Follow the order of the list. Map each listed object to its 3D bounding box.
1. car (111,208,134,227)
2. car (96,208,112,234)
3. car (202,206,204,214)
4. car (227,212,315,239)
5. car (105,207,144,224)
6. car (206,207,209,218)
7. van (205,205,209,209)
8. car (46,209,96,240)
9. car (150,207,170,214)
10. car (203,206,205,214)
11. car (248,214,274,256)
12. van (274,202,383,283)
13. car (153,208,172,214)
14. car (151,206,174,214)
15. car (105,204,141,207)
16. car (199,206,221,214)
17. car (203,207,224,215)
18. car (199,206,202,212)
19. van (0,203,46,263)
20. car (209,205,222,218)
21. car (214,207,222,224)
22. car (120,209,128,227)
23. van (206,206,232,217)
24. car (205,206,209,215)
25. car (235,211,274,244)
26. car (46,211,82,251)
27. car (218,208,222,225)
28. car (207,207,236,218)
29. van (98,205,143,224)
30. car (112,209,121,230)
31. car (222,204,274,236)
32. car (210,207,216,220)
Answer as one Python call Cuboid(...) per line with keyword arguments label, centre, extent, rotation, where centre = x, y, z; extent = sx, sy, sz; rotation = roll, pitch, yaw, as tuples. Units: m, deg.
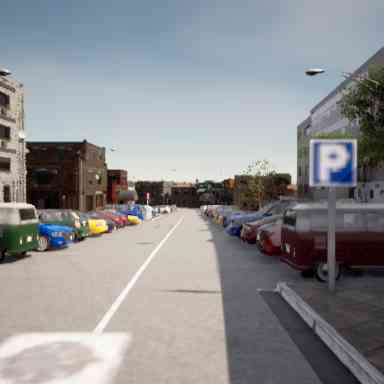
Cuboid(label="car", centre=(-7.677, 2.346, 28.228), extent=(4.674, 1.452, 2.002), rotation=(0, -2, 0))
Cuboid(label="car", centre=(-7.865, 1.944, 19.989), extent=(5.366, 1.575, 1.946), rotation=(0, -2, 0))
Cuboid(label="car", centre=(4.679, 3.804, 61.994), extent=(4.792, 1.488, 2.163), rotation=(0, -3, 0))
Cuboid(label="car", centre=(4.621, 1.985, 20.126), extent=(4.792, 1.488, 2.163), rotation=(0, -2, 0))
Cuboid(label="car", centre=(-7.494, 2.429, 31.143), extent=(5.366, 1.575, 1.946), rotation=(0, -2, 0))
Cuboid(label="car", centre=(4.644, 2.927, 42.455), extent=(4.892, 1.521, 2.231), rotation=(0, -2, 0))
Cuboid(label="van", centre=(4.534, 2.942, 48.048), extent=(4.442, 1.987, 1.878), rotation=(0, -2, 0))
Cuboid(label="car", centre=(-7.648, 1.695, 17.079), extent=(4.553, 1.767, 2.185), rotation=(0, -2, 0))
Cuboid(label="car", centre=(-7.648, 4.421, 79.813), extent=(4.553, 1.767, 2.185), rotation=(0, -3, 0))
Cuboid(label="car", centre=(4.645, 3.295, 50.954), extent=(5.008, 1.535, 2.097), rotation=(0, -2, 0))
Cuboid(label="car", centre=(4.680, 1.646, 11.773), extent=(4.792, 1.488, 2.163), rotation=(0, -2, 0))
Cuboid(label="van", centre=(4.767, 1.312, 8.996), extent=(4.442, 1.987, 1.878), rotation=(0, -2, 0))
Cuboid(label="car", centre=(-7.676, 4.848, 85.801), extent=(4.674, 1.452, 2.002), rotation=(0, -2, 0))
Cuboid(label="car", centre=(-7.708, 4.174, 77.008), extent=(5.566, 2.045, 2.435), rotation=(0, -2, 0))
Cuboid(label="car", centre=(-7.708, 2.297, 33.817), extent=(5.566, 2.045, 2.435), rotation=(0, -2, 0))
Cuboid(label="car", centre=(4.623, 4.615, 87.123), extent=(5.566, 2.045, 2.435), rotation=(0, -2, 0))
Cuboid(label="car", centre=(4.682, 4.134, 73.162), extent=(4.553, 1.767, 2.185), rotation=(0, -2, 0))
Cuboid(label="car", centre=(4.678, 3.766, 67.587), extent=(5.566, 2.045, 2.435), rotation=(0, -2, 0))
Cuboid(label="van", centre=(-7.796, 1.381, 11.521), extent=(4.442, 1.987, 1.878), rotation=(0, -2, 0))
Cuboid(label="car", centre=(4.618, 2.679, 39.672), extent=(4.553, 1.767, 2.185), rotation=(0, -2, 0))
Cuboid(label="car", centre=(4.836, 2.316, 28.501), extent=(5.366, 1.575, 1.946), rotation=(0, -2, 0))
Cuboid(label="car", centre=(-7.677, 2.230, 25.563), extent=(4.674, 1.452, 2.002), rotation=(0, -2, 0))
Cuboid(label="van", centre=(4.767, 3.428, 59.211), extent=(4.442, 1.987, 1.878), rotation=(0, -2, 0))
Cuboid(label="car", centre=(4.656, 3.048, 45.247), extent=(4.892, 1.521, 2.231), rotation=(0, -2, 0))
Cuboid(label="car", centre=(4.650, 1.719, 14.605), extent=(5.008, 1.535, 2.097), rotation=(0, -3, 0))
Cuboid(label="car", centre=(-7.685, 1.704, 14.286), extent=(5.008, 1.535, 2.097), rotation=(0, -2, 0))
Cuboid(label="car", centre=(4.680, 2.227, 25.708), extent=(4.792, 1.488, 2.163), rotation=(0, -2, 0))
Cuboid(label="car", centre=(4.681, 3.285, 53.626), extent=(4.553, 1.767, 2.185), rotation=(0, -2, 0))
Cuboid(label="van", centre=(-7.796, 2.443, 36.605), extent=(4.442, 1.987, 1.878), rotation=(0, -2, 0))
Cuboid(label="car", centre=(-7.651, 2.098, 22.777), extent=(4.792, 1.488, 2.163), rotation=(0, -2, 0))
Cuboid(label="car", centre=(4.622, 1.583, 17.348), extent=(5.566, 2.045, 2.435), rotation=(0, -2, 0))
Cuboid(label="car", centre=(4.836, 2.559, 34.083), extent=(5.366, 1.575, 1.946), rotation=(0, -3, 0))
